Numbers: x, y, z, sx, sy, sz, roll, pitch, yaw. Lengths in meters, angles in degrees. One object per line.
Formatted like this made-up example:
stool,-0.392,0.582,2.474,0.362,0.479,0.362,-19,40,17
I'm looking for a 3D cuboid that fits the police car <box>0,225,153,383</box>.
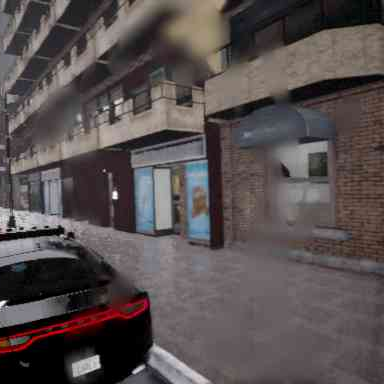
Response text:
police car,-2.538,1.355,5.041,1.930,1.638,5.238,-3,2,-38
